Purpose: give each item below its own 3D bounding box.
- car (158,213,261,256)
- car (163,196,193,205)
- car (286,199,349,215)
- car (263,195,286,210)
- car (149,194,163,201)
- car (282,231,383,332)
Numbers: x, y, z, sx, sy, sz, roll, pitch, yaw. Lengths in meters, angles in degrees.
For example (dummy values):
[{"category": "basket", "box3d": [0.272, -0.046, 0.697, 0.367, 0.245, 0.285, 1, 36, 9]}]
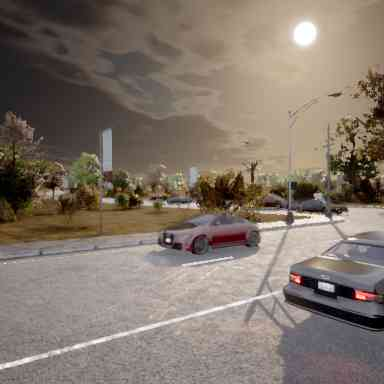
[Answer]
[{"category": "car", "box3d": [0.764, 1.539, 13.152, 4.181, 1.385, 1.994, 0, 0, -36]}, {"category": "car", "box3d": [-2.063, 1.370, 55.136, 2.033, 1.411, 5.357, -1, 0, -39]}, {"category": "car", "box3d": [11.998, 1.386, 31.592, 2.033, 1.411, 5.357, 0, 0, -33]}, {"category": "car", "box3d": [9.961, 1.167, 40.231, 2.097, 1.767, 4.553, -1, 0, -39]}, {"category": "car", "box3d": [-7.658, 1.258, 73.405, 1.882, 1.535, 5.008, -1, 0, -38]}, {"category": "car", "box3d": [4.143, 1.528, 6.719, 5.357, 1.411, 2.033, 0, 0, -36]}]
